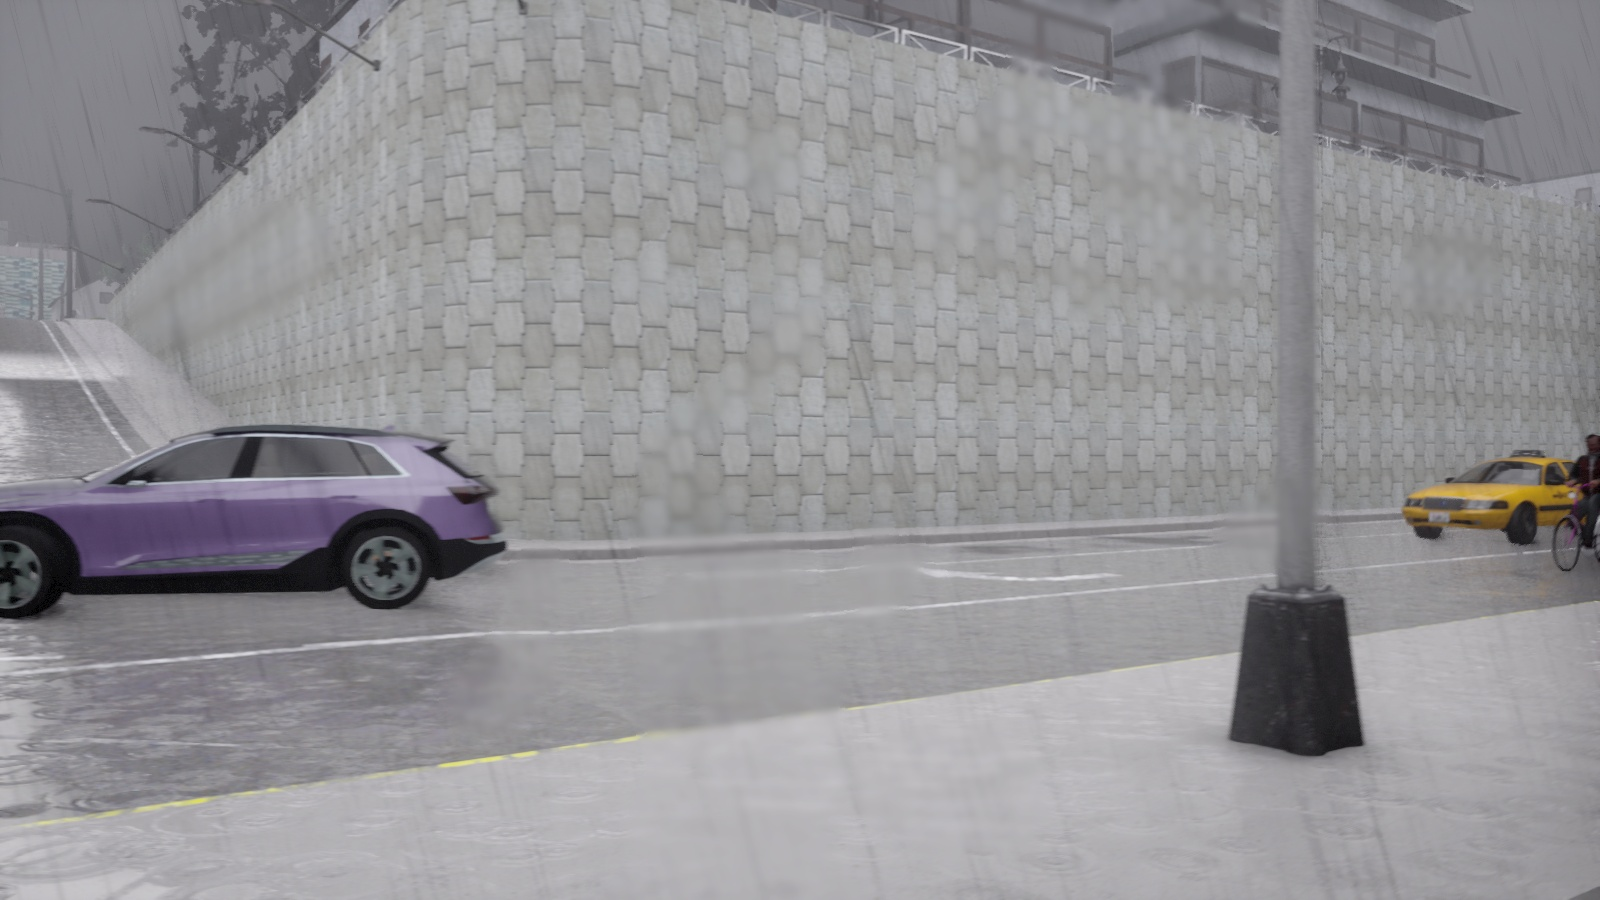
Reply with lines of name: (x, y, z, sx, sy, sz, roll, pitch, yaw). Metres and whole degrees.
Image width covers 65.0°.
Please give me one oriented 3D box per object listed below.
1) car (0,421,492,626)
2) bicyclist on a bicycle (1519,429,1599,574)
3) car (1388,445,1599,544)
car: (-5.305, 0.587, 11.429, 4.856, 1.649, 2.033, 0, 1, -14)
bicyclist on a bicycle: (10.028, 0.634, 16.122, 1.843, 1.776, 0.659, 0, 0, -35)
car: (12.791, 0.711, 22.309, 5.366, 1.575, 1.801, 0, 0, -35)
